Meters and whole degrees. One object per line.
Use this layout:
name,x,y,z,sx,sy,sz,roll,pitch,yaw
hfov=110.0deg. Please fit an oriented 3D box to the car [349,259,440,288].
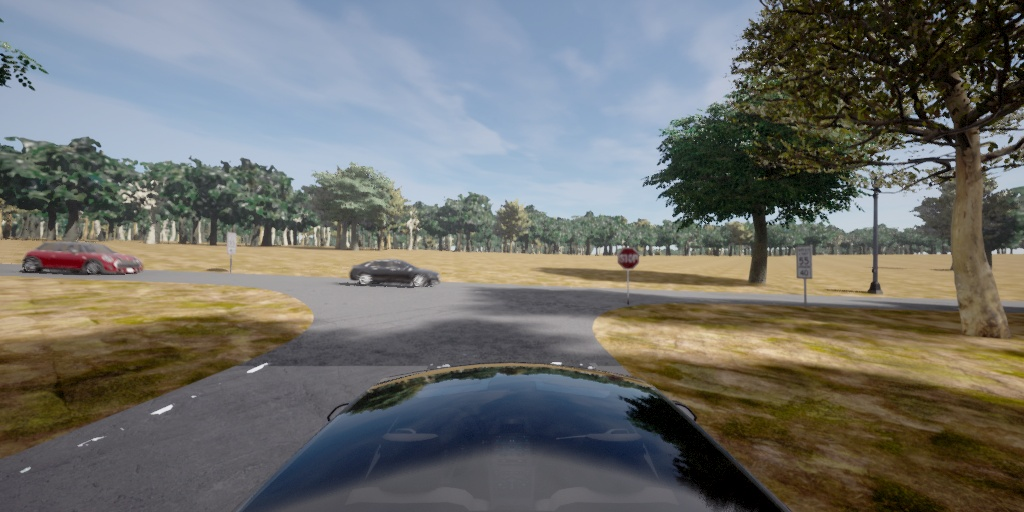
car,-6.512,0.969,20.161,4.892,1.490,1.837,2,-2,-3

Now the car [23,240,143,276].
car,-22.980,0.087,19.397,4.553,1.767,2.097,3,-2,-3
